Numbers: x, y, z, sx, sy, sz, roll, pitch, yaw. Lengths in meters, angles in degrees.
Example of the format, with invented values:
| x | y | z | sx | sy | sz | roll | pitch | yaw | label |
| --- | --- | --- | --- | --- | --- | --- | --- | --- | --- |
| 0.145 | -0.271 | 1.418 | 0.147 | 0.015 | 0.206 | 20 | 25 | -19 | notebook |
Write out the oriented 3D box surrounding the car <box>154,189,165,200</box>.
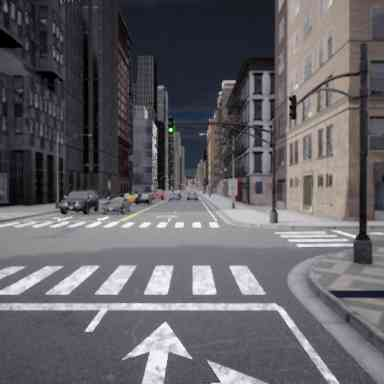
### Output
| x | y | z | sx | sy | sz | roll | pitch | yaw | label |
| --- | --- | --- | --- | --- | --- | --- | --- | --- | --- |
| -6.409 | 0.502 | 63.662 | 2.150 | 2.045 | 5.566 | 0 | 1 | 0 | car |

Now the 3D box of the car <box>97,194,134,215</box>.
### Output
| x | y | z | sx | sy | sz | roll | pitch | yaw | label |
| --- | --- | --- | --- | --- | --- | --- | --- | --- | --- |
| -6.553 | 1.155 | 29.231 | 1.837 | 1.490 | 4.892 | 0 | 1 | 0 | car |

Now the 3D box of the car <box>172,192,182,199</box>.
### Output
| x | y | z | sx | sy | sz | roll | pitch | yaw | label |
| --- | --- | --- | --- | --- | --- | --- | --- | --- | --- |
| -3.150 | 0.707 | 69.556 | 1.882 | 1.535 | 5.008 | 0 | 1 | 0 | car |

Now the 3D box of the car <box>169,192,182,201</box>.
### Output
| x | y | z | sx | sy | sz | roll | pitch | yaw | label |
| --- | --- | --- | --- | --- | --- | --- | --- | --- | --- |
| -3.165 | 0.880 | 59.135 | 2.033 | 1.411 | 5.357 | 0 | 1 | 0 | car |

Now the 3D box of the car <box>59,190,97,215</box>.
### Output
| x | y | z | sx | sy | sz | roll | pitch | yaw | label |
| --- | --- | --- | --- | --- | --- | --- | --- | --- | --- |
| -9.817 | 0.864 | 29.494 | 2.150 | 2.045 | 5.566 | 0 | 1 | -2 | car |

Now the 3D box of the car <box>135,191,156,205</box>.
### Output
| x | y | z | sx | sy | sz | roll | pitch | yaw | label |
| --- | --- | --- | --- | --- | --- | --- | --- | --- | --- |
| -6.515 | 0.955 | 45.390 | 1.882 | 1.535 | 5.008 | 0 | 1 | 0 | car |

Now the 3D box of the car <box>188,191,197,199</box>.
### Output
| x | y | z | sx | sy | sz | roll | pitch | yaw | label |
| --- | --- | --- | --- | --- | --- | --- | --- | --- | --- |
| 0.101 | 0.592 | 69.966 | 1.812 | 1.442 | 4.674 | 0 | 1 | 0 | car |

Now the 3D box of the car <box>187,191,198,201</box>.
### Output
| x | y | z | sx | sy | sz | roll | pitch | yaw | label |
| --- | --- | --- | --- | --- | --- | --- | --- | --- | --- |
| 0.086 | 0.887 | 59.963 | 1.994 | 1.385 | 4.181 | 0 | 1 | 0 | car |
